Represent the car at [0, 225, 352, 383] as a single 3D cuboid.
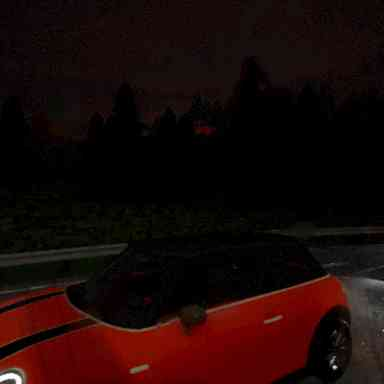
[{"bbox_3d":[-0.197,1.345,3.848,4.553,1.767,2.097,0,0,-35],"label":"car"}]
